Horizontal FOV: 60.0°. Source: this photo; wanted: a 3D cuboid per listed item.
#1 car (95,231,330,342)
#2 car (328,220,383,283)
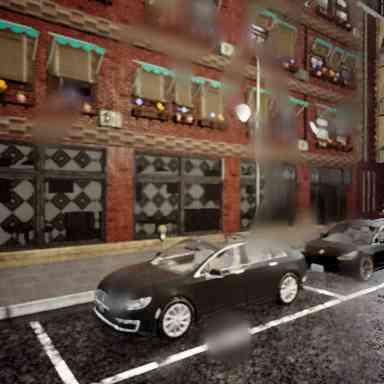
[{"bbox_3d":[0.395,1.528,6.366,4.403,1.369,2.008,0,1,-35],"label":"car"},{"bbox_3d":[4.915,1.511,9.584,4.313,1.339,1.947,0,1,-35],"label":"car"}]
